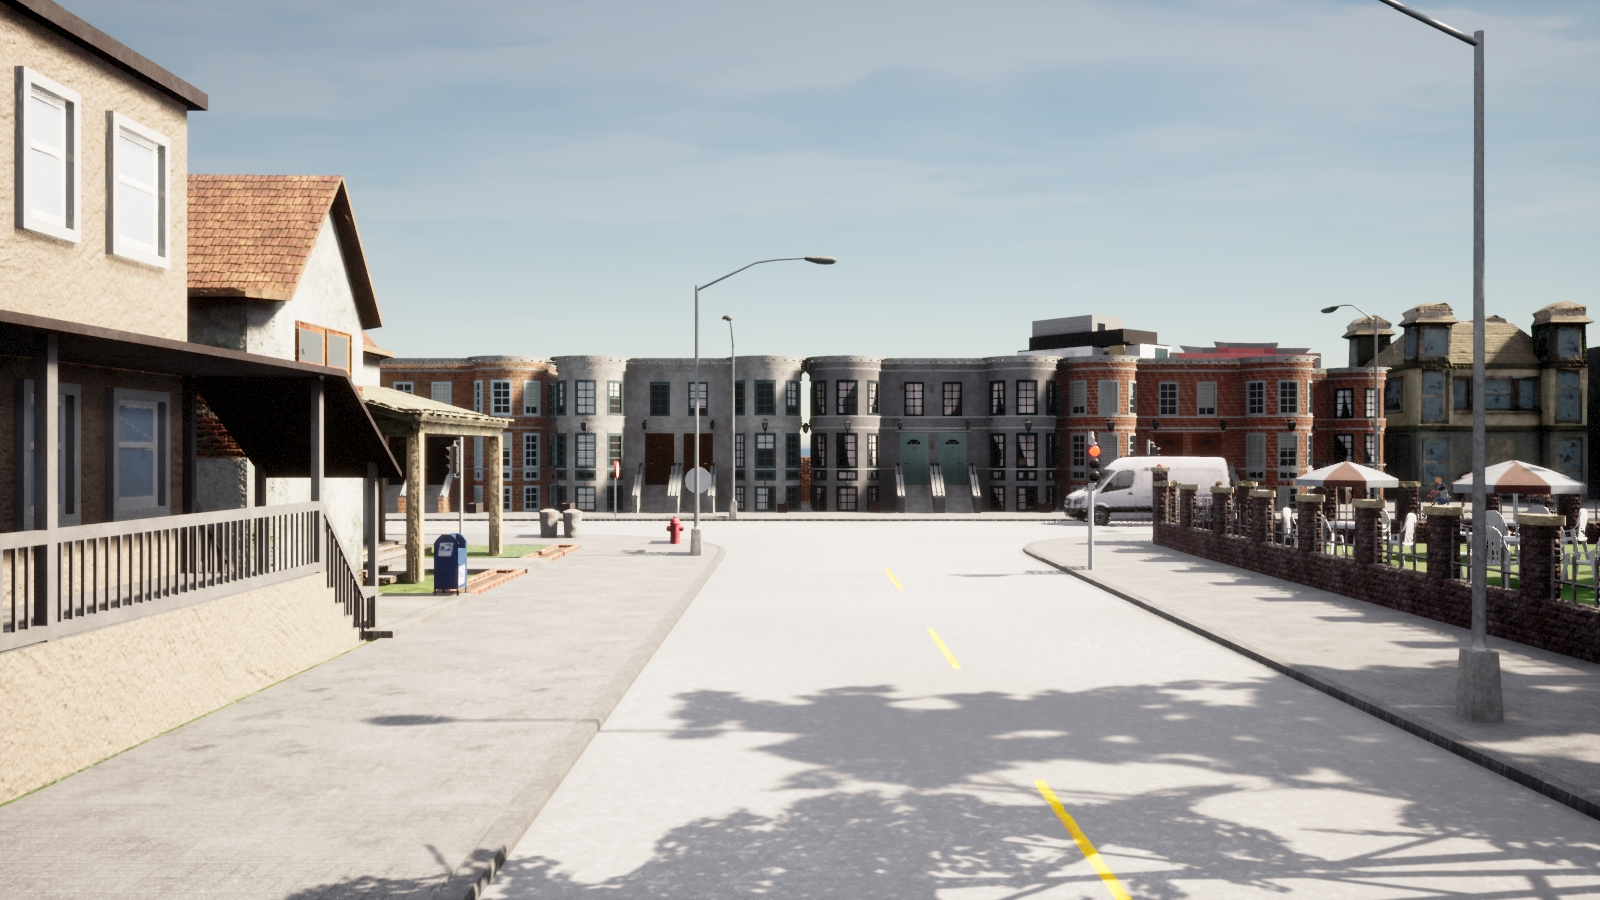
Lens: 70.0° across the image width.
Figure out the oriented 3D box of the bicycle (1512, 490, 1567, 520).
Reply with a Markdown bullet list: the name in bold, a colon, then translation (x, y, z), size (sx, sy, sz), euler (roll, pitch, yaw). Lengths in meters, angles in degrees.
- **bicycle**: translation (27.642, 2.036, 42.716), size (1.487, 1.080, 0.859), euler (0, 0, 0)

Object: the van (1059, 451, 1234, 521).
- **van**: translation (12.887, 1.315, 42.745), size (5.915, 2.561, 1.988), euler (0, 0, 0)

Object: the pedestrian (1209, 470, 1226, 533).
- **pedestrian**: translation (12.399, 1.516, 33.961), size (0.375, 1.860, 0.375), euler (0, 0, 0)
